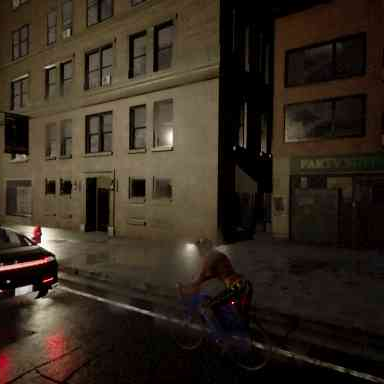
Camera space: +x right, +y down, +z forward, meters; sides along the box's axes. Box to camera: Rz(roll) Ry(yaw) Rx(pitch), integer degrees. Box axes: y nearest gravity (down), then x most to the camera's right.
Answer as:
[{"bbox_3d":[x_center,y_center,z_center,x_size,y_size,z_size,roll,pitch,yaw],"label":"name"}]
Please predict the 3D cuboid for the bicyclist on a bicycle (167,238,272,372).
[{"bbox_3d":[0.295,1.452,4.468,1.656,1.620,0.582,0,0,36],"label":"bicyclist on a bicycle"}]

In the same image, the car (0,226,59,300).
[{"bbox_3d":[-4.868,1.490,7.202,4.902,1.511,2.128,0,0,36],"label":"car"}]
